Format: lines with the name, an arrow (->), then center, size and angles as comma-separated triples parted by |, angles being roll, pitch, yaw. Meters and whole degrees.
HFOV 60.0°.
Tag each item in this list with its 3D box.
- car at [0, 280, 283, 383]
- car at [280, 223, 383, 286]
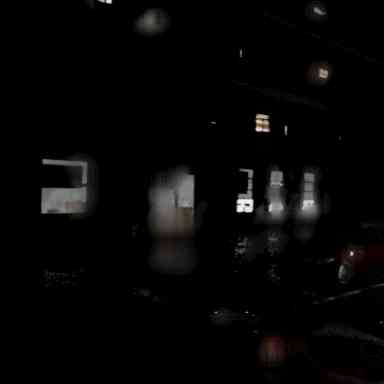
car -> -1.246, 1.532, 2.617 | 4.181, 1.385, 1.994 | 0, 1, -32
car -> 4.324, 1.533, 9.189 | 4.206, 1.307, 1.802 | 0, 2, -33
